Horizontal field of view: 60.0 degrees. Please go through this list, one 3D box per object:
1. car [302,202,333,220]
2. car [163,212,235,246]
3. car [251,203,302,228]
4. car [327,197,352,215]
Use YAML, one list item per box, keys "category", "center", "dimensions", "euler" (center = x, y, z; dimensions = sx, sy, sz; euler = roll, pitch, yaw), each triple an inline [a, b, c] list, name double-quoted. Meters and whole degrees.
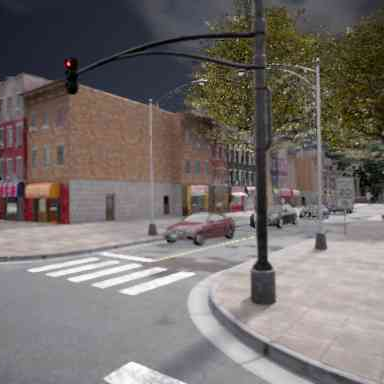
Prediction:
- category: "car"
  center: [11.918, 1.917, 32.440]
  dimensions: [1.994, 1.385, 4.181]
  euler: [-1, -1, 37]
- category: "car"
  center: [0.532, 1.730, 16.710]
  dimensions: [1.812, 1.442, 4.674]
  euler: [-1, -1, 35]
- category: "car"
  center: [6.051, 1.625, 24.354]
  dimensions: [2.097, 1.767, 4.553]
  euler: [-1, -1, 36]
- category: "car"
  center: [18.077, 1.669, 40.910]
  dimensions: [2.150, 2.045, 5.566]
  euler: [-1, -1, 37]
